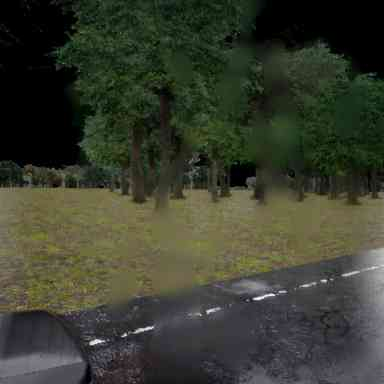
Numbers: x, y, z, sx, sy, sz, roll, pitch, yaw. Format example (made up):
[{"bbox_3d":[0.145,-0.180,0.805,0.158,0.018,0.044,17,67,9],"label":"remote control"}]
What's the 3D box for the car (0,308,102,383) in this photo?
[{"bbox_3d":[-3.201,1.547,1.714,5.357,1.411,2.033,0,0,-35],"label":"car"}]
